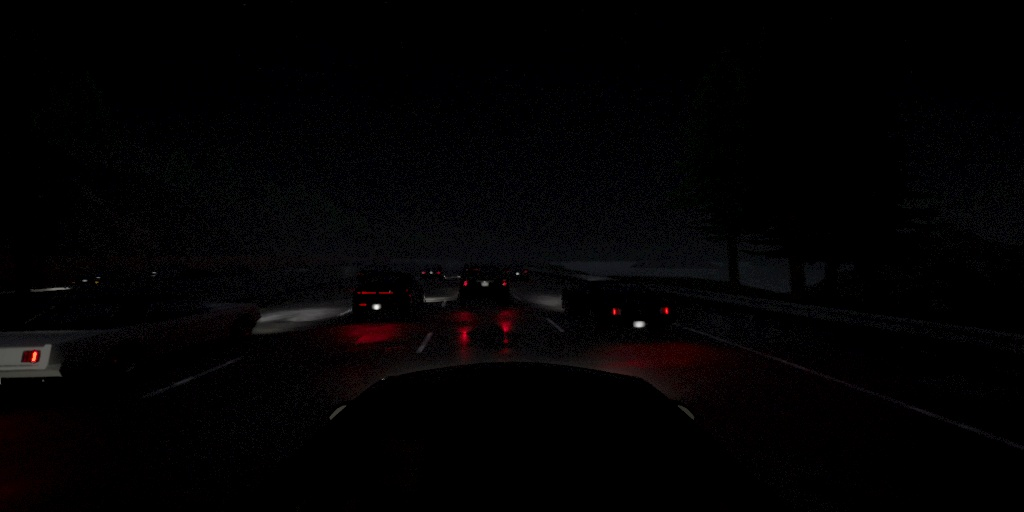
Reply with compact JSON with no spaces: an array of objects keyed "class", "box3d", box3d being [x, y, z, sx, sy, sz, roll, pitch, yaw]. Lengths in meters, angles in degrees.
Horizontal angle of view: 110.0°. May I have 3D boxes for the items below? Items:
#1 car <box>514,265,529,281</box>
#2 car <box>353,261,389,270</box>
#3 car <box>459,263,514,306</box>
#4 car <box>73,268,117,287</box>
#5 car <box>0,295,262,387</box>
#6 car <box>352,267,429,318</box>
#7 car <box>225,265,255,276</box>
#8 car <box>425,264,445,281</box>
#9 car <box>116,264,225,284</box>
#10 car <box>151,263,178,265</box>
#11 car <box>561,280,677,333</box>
[{"class":"car","box3d":[0.163,1.431,30.995,1.994,1.385,4.181,0,0,-8]},{"class":"car","box3d":[-9.745,1.388,26.215,1.882,1.535,5.008,0,0,-8]},{"class":"car","box3d":[-1.346,1.171,16.576,2.097,1.767,4.553,0,0,-7]},{"class":"car","box3d":[-31.441,1.618,28.120,1.994,1.385,4.181,0,0,-8]},{"class":"car","box3d":[-7.282,1.418,7.114,1.895,1.301,4.718,0,0,-4]},{"class":"car","box3d":[-4.473,1.331,13.502,1.837,1.490,4.892,0,0,-7]},{"class":"car","box3d":[-24.907,1.535,31.792,1.837,1.490,4.892,0,-1,-8]},{"class":"car","box3d":[-7.117,1.466,32.436,2.033,1.411,5.357,0,0,-8]},{"class":"car","box3d":[-19.807,1.431,21.186,1.882,1.535,5.008,0,0,-8]},{"class":"car","box3d":[-27.990,1.386,28.694,2.097,1.767,4.553,0,0,-8]},{"class":"car","box3d":[2.863,1.370,10.863,1.895,1.301,4.718,0,0,-5]}]
